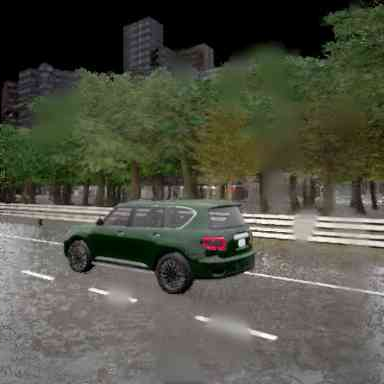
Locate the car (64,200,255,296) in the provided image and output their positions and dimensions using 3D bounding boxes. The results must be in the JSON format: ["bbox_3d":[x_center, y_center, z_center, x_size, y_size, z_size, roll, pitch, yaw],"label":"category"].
[{"bbox_3d":[-1.076,1.221,8.934,5.566,2.045,2.150,0,0,36],"label":"car"}]
